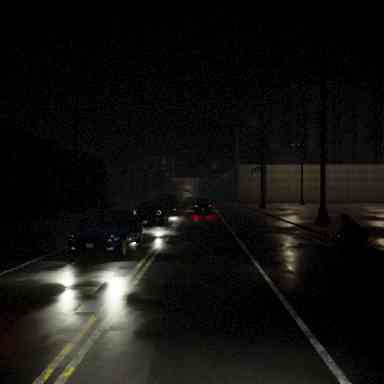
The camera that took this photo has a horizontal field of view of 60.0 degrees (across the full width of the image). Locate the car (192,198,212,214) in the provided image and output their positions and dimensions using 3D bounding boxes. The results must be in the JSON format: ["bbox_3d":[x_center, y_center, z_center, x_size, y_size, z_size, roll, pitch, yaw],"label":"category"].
[{"bbox_3d":[1.129,1.519,34.729,1.812,1.442,4.674,0,0,1],"label":"car"}]

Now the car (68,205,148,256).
[{"bbox_3d":[-3.235,1.475,13.254,1.882,1.535,5.008,0,0,2],"label":"car"}]

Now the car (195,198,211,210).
[{"bbox_3d":[1.433,1.539,44.671,2.033,1.411,5.357,0,0,2],"label":"car"}]

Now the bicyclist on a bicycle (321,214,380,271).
[{"bbox_3d":[4.492,1.438,9.430,1.656,1.620,0.582,-1,0,2],"label":"bicyclist on a bicycle"}]

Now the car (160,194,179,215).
[{"bbox_3d":[-2.539,1.215,33.954,2.150,2.045,5.566,0,0,0],"label":"car"}]

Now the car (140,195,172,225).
[{"bbox_3d":[-2.903,1.347,23.659,2.097,1.767,4.553,0,0,2],"label":"car"}]
